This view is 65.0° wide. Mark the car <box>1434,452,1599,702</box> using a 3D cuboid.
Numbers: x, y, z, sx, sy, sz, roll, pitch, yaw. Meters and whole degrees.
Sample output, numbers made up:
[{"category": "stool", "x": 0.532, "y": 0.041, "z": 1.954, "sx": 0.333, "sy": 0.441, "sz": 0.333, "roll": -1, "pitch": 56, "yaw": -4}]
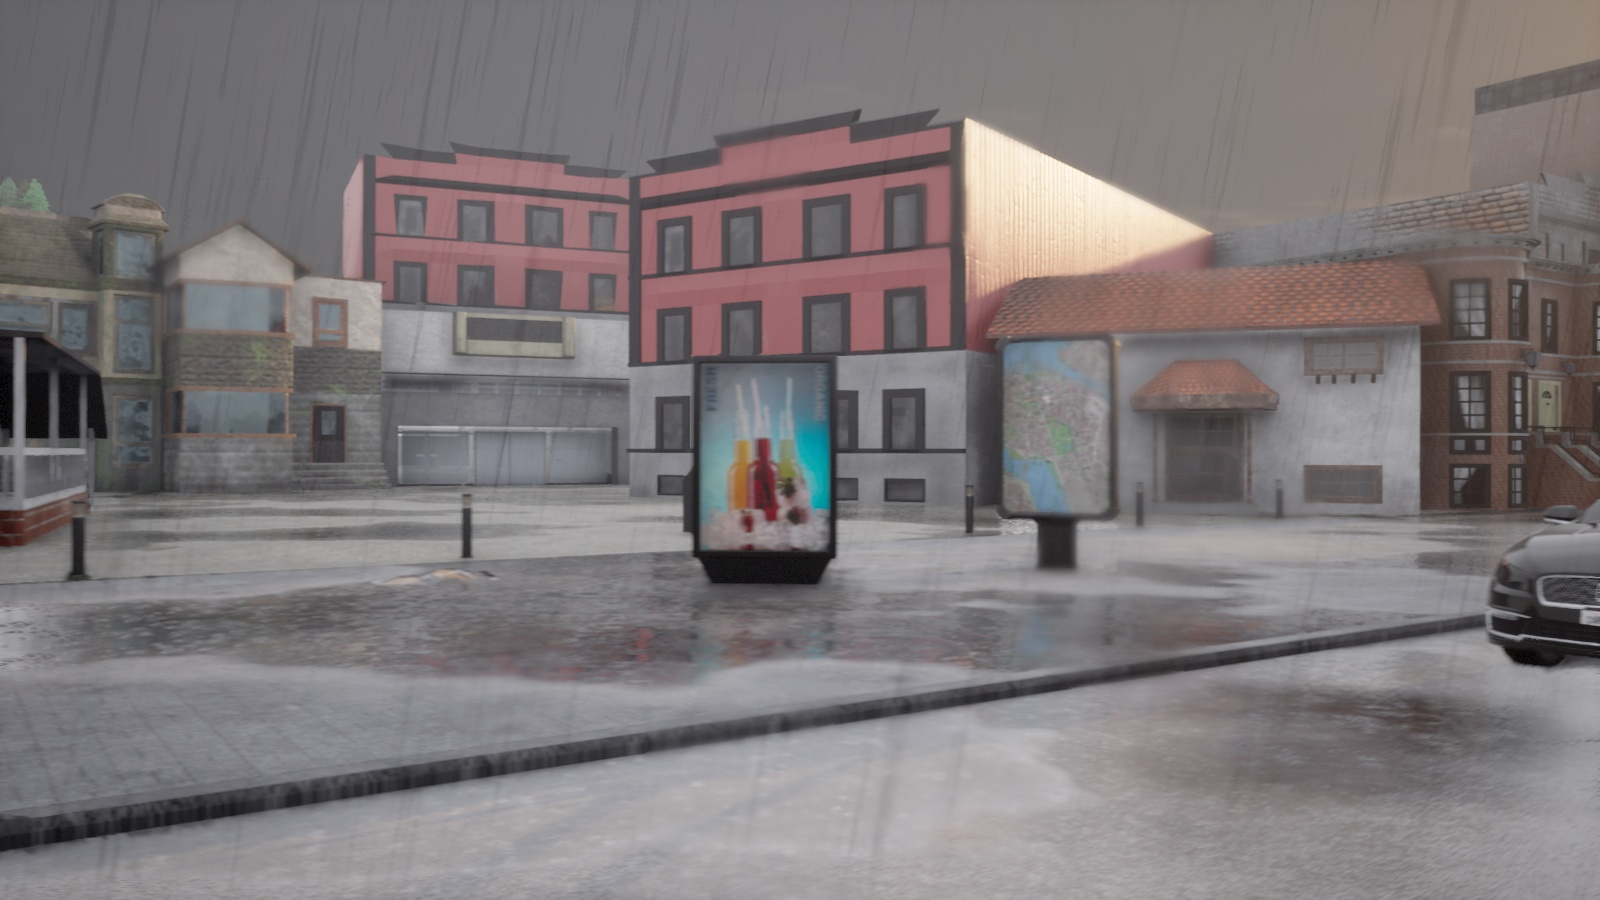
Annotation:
[{"category": "car", "x": 6.733, "y": 0.757, "z": 8.956, "sx": 4.892, "sy": 1.490, "sz": 1.837, "roll": 0, "pitch": 0, "yaw": -35}]

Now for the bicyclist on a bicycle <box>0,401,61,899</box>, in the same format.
[{"category": "bicyclist on a bicycle", "x": -2.480, "y": 0.709, "z": 2.541, "sx": 1.656, "sy": 1.620, "sz": 0.582, "roll": 0, "pitch": 0, "yaw": -35}]
